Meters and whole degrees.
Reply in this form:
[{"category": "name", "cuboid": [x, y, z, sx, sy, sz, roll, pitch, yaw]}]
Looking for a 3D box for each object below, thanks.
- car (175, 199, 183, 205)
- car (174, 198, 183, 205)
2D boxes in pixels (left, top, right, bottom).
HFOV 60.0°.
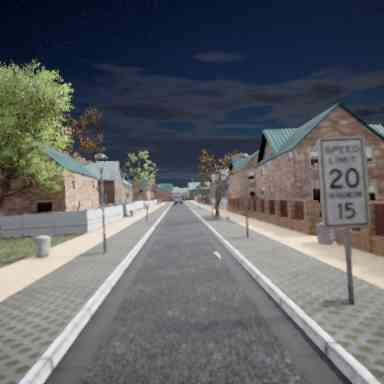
[{"category": "car", "cuboid": [-3.573, 2.548, 88.042, 1.994, 1.385, 4.181, -3, -1, -2]}, {"category": "car", "cuboid": [-3.181, 2.167, 78.347, 2.097, 1.767, 4.553, -3, -1, -2]}]
